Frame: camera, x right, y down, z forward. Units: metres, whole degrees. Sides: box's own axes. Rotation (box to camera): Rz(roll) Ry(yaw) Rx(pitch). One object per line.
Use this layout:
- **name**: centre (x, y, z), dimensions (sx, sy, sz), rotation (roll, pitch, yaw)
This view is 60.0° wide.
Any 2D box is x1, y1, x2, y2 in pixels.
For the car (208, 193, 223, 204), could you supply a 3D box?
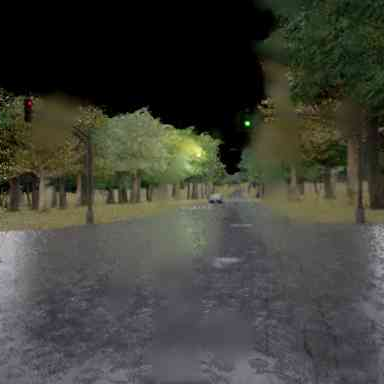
- **car**: centre (3.504, 0.968, 48.685), dimensions (1.882, 1.535, 5.008), rotation (0, 1, 7)
